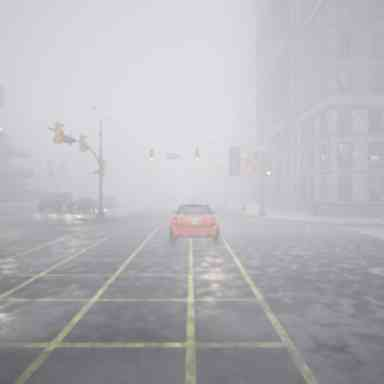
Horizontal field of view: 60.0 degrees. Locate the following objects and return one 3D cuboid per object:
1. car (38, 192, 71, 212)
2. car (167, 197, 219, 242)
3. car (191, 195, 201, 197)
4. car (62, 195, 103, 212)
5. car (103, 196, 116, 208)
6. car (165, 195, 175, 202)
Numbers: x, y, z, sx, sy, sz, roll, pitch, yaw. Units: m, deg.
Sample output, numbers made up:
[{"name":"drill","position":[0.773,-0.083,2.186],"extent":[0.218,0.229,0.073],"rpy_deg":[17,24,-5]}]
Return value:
[{"name":"car","position":[-15.003,1.055,36.989],"extent":[2.150,2.045,5.566],"rpy_deg":[0,0,0]},{"name":"car","position":[0.100,1.280,15.973],"extent":[2.097,1.767,4.553],"rpy_deg":[0,0,0]},{"name":"car","position":[0.664,1.286,61.648],"extent":[1.994,1.385,4.181],"rpy_deg":[0,0,20]},{"name":"car","position":[-11.524,1.333,35.325],"extent":[2.128,1.511,4.902],"rpy_deg":[0,0,0]},{"name":"car","position":[-11.519,1.290,44.755],"extent":[2.128,1.511,4.902],"rpy_deg":[0,0,0]},{"name":"car","position":[-3.907,1.270,61.618],"extent":[2.033,1.411,5.357],"rpy_deg":[0,0,-8]}]
